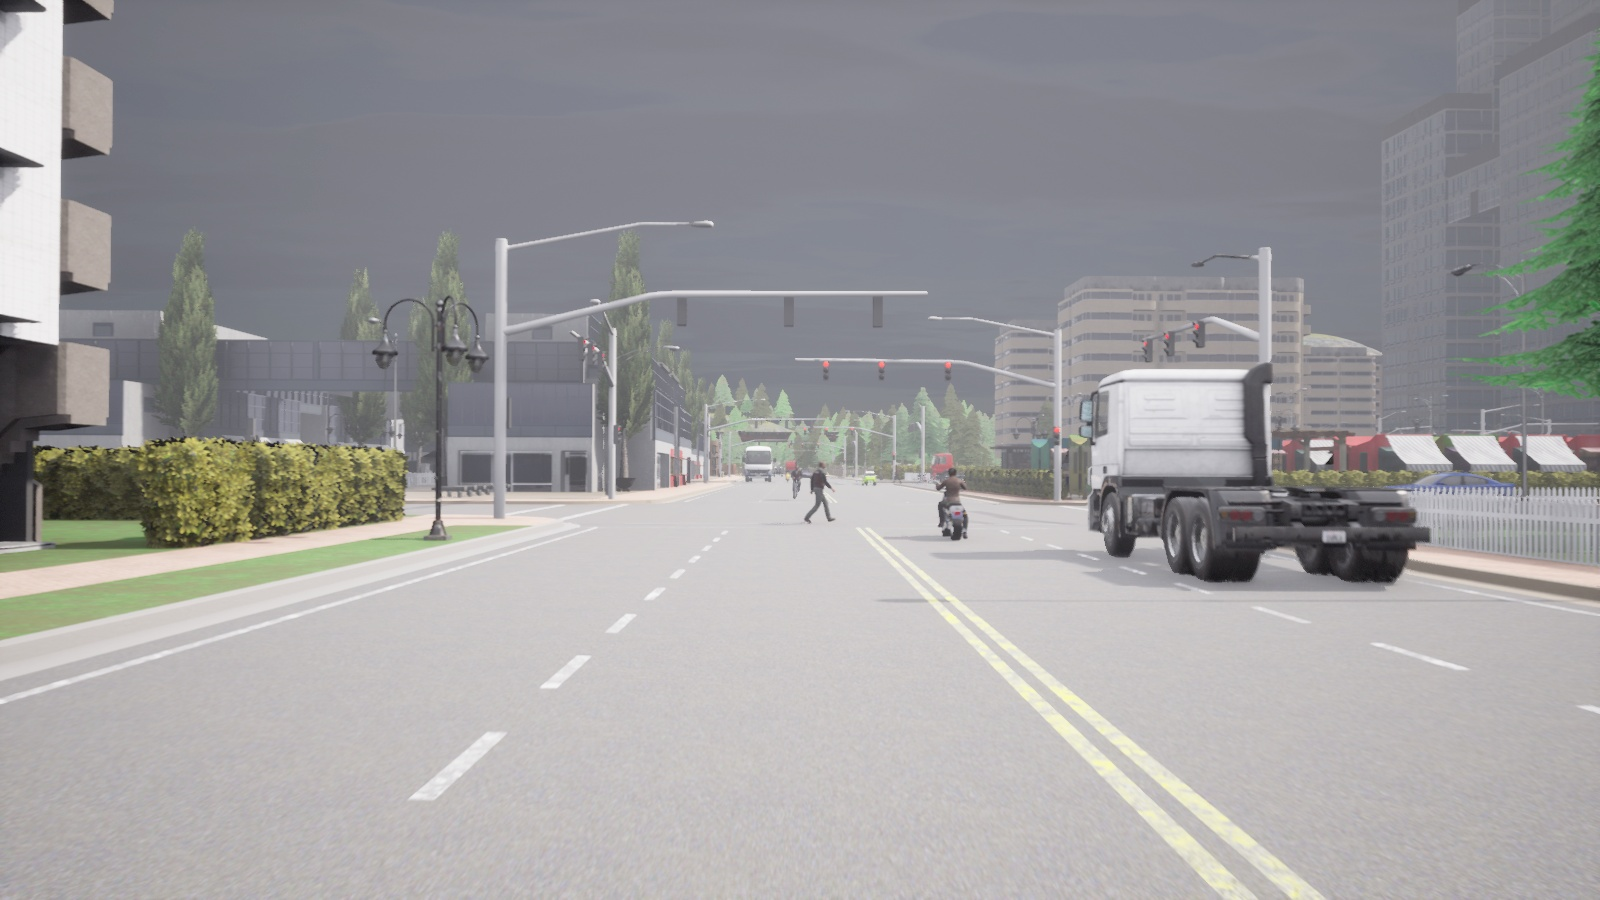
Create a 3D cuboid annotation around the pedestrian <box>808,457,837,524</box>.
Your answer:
[{"bbox_3d":[0.636,1.134,35.404,0.720,1.854,0.376,0,-1,-21],"label":"pedestrian"}]

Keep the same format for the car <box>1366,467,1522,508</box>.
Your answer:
[{"bbox_3d":[24.652,1.417,48.194,5.008,1.535,1.882,0,-1,-2],"label":"car"}]

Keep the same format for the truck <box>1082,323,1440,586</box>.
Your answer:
[{"bbox_3d":[6.974,0.112,20.554,2.891,3.462,7.936,0,-1,0],"label":"truck"}]

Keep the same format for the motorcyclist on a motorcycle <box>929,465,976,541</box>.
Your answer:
[{"bbox_3d":[3.430,1.178,28.479,0.766,1.649,2.350,0,-1,0],"label":"motorcyclist on a motorcycle"}]
